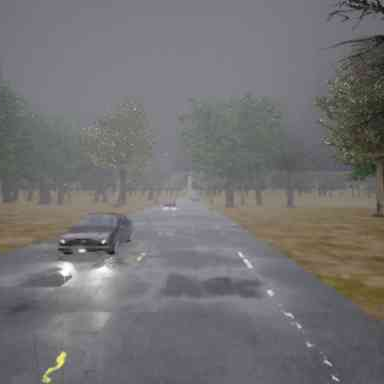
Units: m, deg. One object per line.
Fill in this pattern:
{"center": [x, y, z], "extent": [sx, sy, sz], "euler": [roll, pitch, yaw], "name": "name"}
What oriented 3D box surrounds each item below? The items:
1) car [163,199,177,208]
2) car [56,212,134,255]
{"center": [-3.559, 1.853, 54.474], "extent": [1.994, 1.385, 4.181], "euler": [0, -1, 0], "name": "car"}
{"center": [-3.599, 1.541, 13.547], "extent": [2.033, 1.411, 5.357], "euler": [0, 0, 0], "name": "car"}
